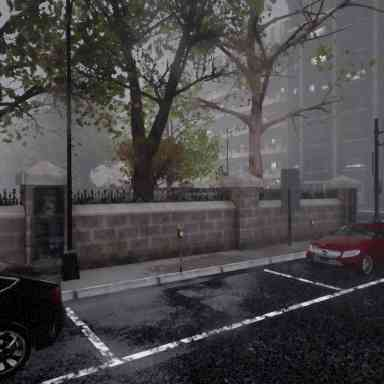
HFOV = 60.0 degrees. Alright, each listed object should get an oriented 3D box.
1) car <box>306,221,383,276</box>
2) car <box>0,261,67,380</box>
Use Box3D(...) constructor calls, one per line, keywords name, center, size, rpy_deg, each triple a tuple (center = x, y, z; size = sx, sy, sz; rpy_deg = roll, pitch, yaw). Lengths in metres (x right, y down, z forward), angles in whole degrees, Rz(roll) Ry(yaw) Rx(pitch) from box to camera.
Box3D(name="car", center=(5.319, 1.581, 10.251), size=(4.206, 1.307, 1.802), rpy_deg=(0, 0, -35))
Box3D(name="car", center=(-3.757, 1.566, 3.912), size=(4.313, 1.339, 1.947), rpy_deg=(0, 0, -35))
